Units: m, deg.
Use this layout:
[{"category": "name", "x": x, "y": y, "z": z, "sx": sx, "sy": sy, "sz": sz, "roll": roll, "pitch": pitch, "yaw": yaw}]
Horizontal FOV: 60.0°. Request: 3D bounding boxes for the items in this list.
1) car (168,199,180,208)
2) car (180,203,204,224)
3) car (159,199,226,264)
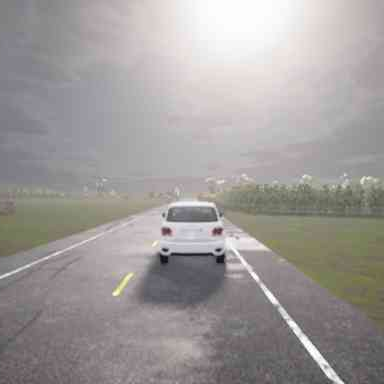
[{"category": "car", "x": -3.496, "y": 2.187, "z": 65.248, "sx": 1.882, "sy": 1.535, "sz": 5.008, "roll": 0, "pitch": -1, "yaw": 1}, {"category": "car", "x": 0.037, "y": 1.800, "z": 29.243, "sx": 1.882, "sy": 1.535, "sz": 5.008, "roll": 0, "pitch": 0, "yaw": 1}, {"category": "car", "x": 0.013, "y": 1.365, "z": 12.590, "sx": 2.150, "sy": 2.045, "sz": 5.566, "roll": 0, "pitch": 0, "yaw": 0}]
